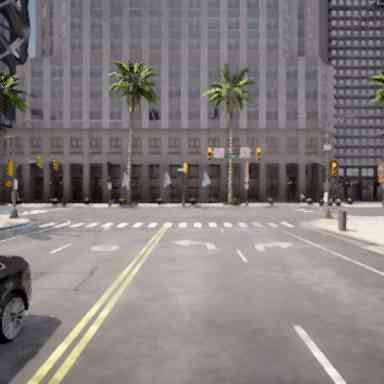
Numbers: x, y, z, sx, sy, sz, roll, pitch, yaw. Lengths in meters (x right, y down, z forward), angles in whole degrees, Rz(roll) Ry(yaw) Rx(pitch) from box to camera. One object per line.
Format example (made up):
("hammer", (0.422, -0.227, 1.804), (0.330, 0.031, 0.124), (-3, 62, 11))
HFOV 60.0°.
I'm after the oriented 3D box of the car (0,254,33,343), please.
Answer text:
("car", (-3.586, 1.493, 3.633), (2.128, 1.511, 4.902), (0, 0, 0))
